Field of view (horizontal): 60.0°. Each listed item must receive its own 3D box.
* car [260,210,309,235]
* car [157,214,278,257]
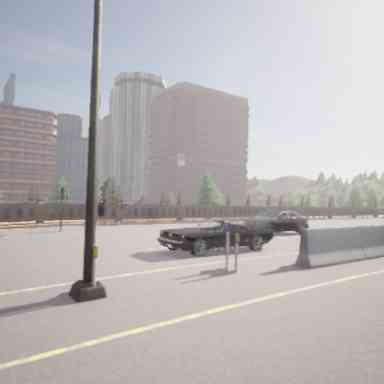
[{"bbox_3d":[5.192,1.854,20.588,4.902,1.511,2.128,2,-1,-35],"label":"car"},{"bbox_3d":[1.016,1.708,13.314,4.718,1.301,1.895,2,-1,-35],"label":"car"}]
